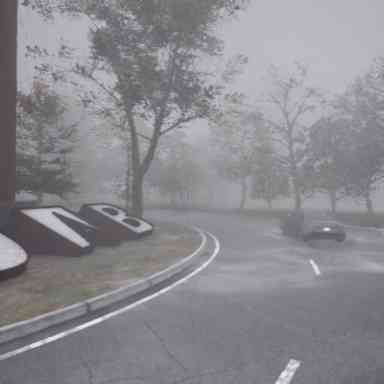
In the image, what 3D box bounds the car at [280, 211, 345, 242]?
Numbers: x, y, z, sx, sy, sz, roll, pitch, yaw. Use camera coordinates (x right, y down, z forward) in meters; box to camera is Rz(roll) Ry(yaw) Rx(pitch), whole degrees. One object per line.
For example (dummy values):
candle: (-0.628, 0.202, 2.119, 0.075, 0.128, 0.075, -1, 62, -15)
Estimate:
car: (5.906, 1.620, 16.738, 1.994, 1.385, 4.181, 1, 0, -2)
